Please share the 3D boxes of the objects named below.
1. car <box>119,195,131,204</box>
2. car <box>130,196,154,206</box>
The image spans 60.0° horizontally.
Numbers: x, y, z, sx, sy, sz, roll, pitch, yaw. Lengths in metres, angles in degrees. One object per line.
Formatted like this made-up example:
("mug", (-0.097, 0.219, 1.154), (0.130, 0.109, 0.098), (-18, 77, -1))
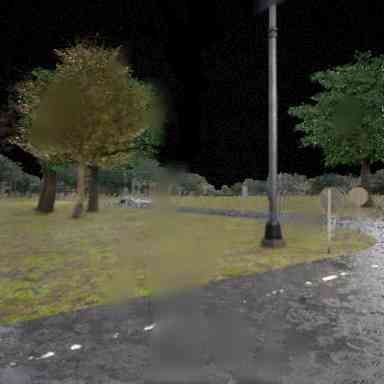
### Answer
("car", (-12.352, 1.441, 64.233), (2.097, 1.767, 4.553), (1, 0, -34))
("car", (-8.649, 1.695, 58.700), (1.895, 1.301, 4.718), (1, 0, -34))
